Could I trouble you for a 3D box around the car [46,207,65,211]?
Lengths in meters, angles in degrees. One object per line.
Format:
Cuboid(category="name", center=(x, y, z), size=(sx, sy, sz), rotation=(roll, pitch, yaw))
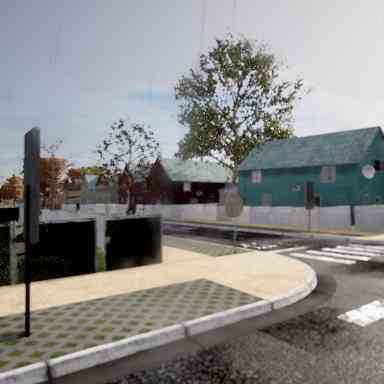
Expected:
Cuboid(category="car", center=(-19.307, 2.759, 46.622), size=(1.895, 1.301, 4.718), rotation=(1, -2, -35))
